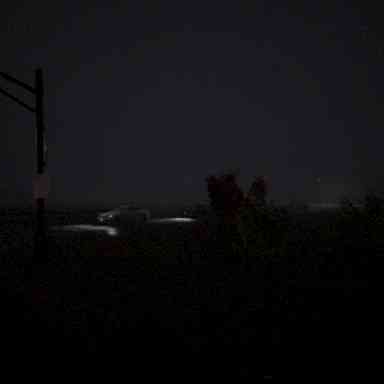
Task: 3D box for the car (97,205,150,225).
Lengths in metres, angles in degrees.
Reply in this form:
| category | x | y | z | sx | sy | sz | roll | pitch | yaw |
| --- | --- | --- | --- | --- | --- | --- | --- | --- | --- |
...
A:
| category | x | y | z | sx | sy | sz | roll | pitch | yaw |
| --- | --- | --- | --- | --- | --- | --- | --- | --- | --- |
| car | -5.389 | 1.812 | 26.705 | 1.812 | 1.442 | 4.674 | -1 | -1 | 36 |

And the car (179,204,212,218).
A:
| category | x | y | z | sx | sy | sz | roll | pitch | yaw |
| --- | --- | --- | --- | --- | --- | --- | --- | --- | --- |
| car | 0.444 | 1.960 | 34.800 | 1.994 | 1.385 | 4.181 | -1 | -1 | 36 |

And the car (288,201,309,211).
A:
| category | x | y | z | sx | sy | sz | roll | pitch | yaw |
| --- | --- | --- | --- | --- | --- | --- | --- | --- | --- |
| car | 15.826 | 2.111 | 49.947 | 2.033 | 1.411 | 5.357 | -1 | -1 | 36 |
